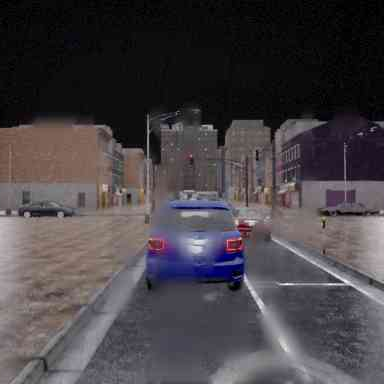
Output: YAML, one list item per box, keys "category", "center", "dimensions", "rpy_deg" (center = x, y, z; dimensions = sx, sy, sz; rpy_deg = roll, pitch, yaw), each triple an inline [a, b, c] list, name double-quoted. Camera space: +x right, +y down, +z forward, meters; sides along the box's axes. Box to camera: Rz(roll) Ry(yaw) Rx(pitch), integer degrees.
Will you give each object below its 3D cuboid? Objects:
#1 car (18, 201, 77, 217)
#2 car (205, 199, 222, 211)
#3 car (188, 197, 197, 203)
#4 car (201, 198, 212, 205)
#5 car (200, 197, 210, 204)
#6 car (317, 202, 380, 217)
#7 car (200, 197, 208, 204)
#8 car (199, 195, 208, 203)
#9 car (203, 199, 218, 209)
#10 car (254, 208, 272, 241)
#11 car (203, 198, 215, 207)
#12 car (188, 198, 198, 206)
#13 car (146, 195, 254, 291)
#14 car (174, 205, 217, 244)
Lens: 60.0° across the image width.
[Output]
- category: "car"
  center: [-12.484, 1.534, 28.886]
  dimensions: [4.892, 1.490, 1.837]
  rpy_deg: [0, -2, 2]
- category: "car"
  center: [2.713, 1.684, 43.554]
  dimensions: [1.947, 1.339, 4.313]
  rpy_deg: [1, 0, 0]
- category: "car"
  center: [0.112, 1.994, 84.225]
  dimensions: [2.128, 1.511, 4.902]
  rpy_deg: [0, -1, 0]
- category: "car"
  center: [2.741, 1.846, 65.303]
  dimensions: [1.947, 1.339, 4.313]
  rpy_deg: [1, -1, 0]
- category: "car"
  center: [2.749, 1.858, 70.910]
  dimensions: [1.752, 1.417, 4.829]
  rpy_deg: [1, -1, 0]
- category: "car"
  center: [14.755, 1.621, 31.586]
  dimensions: [5.357, 1.411, 2.033]
  rpy_deg: [0, -2, 3]
- category: "car"
  center: [2.756, 1.911, 76.348]
  dimensions: [1.752, 1.417, 4.829]
  rpy_deg: [1, -1, 0]
- category: "car"
  center: [2.767, 1.755, 81.619]
  dimensions: [2.192, 1.841, 5.009]
  rpy_deg: [1, -1, 0]
- category: "car"
  center: [2.719, 1.717, 48.991]
  dimensions: [1.947, 1.339, 4.313]
  rpy_deg: [1, 0, 0]
- category: "car"
  center: [2.682, 1.462, 16.807]
  dimensions: [1.967, 1.590, 4.097]
  rpy_deg: [2, 0, 0]
- category: "car"
  center: [2.728, 1.716, 54.598]
  dimensions: [1.752, 1.417, 4.829]
  rpy_deg: [1, 0, 0]
- category: "car"
  center: [0.186, 1.783, 62.689]
  dimensions: [1.812, 1.442, 4.674]
  rpy_deg: [0, 0, 0]
- category: "car"
  center: [0.052, 1.230, 9.200]
  dimensions: [2.150, 2.045, 5.566]
  rpy_deg: [0, 0, -1]
- category: "car"
  center: [0.118, 1.500, 16.994]
  dimensions: [1.882, 1.535, 5.008]
  rpy_deg: [0, 0, -1]
